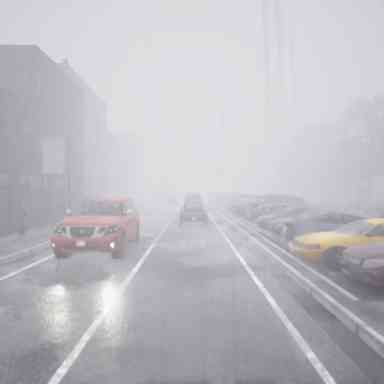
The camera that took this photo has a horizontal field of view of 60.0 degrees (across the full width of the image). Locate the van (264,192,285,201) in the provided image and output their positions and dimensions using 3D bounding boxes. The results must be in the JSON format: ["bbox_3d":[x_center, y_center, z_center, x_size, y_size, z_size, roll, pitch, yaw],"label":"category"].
[{"bbox_3d":[19.263,0.988,77.423,4.442,1.987,1.878,0,0,0],"label":"van"}]

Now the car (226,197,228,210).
[{"bbox_3d":[6.128,1.433,32.903,4.892,1.521,2.231,0,0,0],"label":"car"}]

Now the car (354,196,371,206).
[{"bbox_3d":[19.185,1.461,32.866,4.792,1.488,2.163,0,0,0],"label":"car"}]

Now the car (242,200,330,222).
[{"bbox_3d":[6.087,1.472,21.770,4.892,1.521,2.231,0,0,0],"label":"car"}]

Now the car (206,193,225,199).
[{"bbox_3d":[6.346,1.114,91.358,5.008,1.535,2.097,0,1,0],"label":"car"}]

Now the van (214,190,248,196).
[{"bbox_3d":[6.090,1.125,52.448,4.442,1.987,1.878,0,0,0],"label":"van"}]

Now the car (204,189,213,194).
[{"bbox_3d":[6.348,0.930,83.000,5.566,2.045,2.435,0,0,0],"label":"car"}]

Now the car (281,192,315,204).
[{"bbox_3d":[19.289,1.057,60.712,5.566,2.045,2.435,0,0,0],"label":"car"}]

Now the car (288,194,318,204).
[{"bbox_3d":[19.276,1.197,57.929,4.553,1.767,2.185,0,0,0],"label":"car"}]

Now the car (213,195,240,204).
[{"bbox_3d":[6.240,1.350,60.736,4.674,1.452,2.002,0,0,0],"label":"car"}]

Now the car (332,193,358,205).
[{"bbox_3d":[19.266,1.284,38.434,4.553,1.767,2.185,0,0,0],"label":"car"}]

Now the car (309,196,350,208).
[{"bbox_3d":[19.271,1.375,46.791,5.008,1.535,2.097,0,0,0],"label":"car"}]

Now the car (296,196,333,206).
[{"bbox_3d":[19.281,1.350,52.360,5.008,1.535,2.097,0,0,0],"label":"car"}]

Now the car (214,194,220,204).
[{"bbox_3d":[6.167,1.394,49.602,4.792,1.488,2.163,0,0,0],"label":"car"}]

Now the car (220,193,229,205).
[{"bbox_3d":[6.134,1.275,41.253,4.553,1.767,2.185,0,0,0],"label":"car"}]

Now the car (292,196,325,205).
[{"bbox_3d":[19.300,1.376,55.145,4.674,1.452,2.002,0,0,0],"label":"car"}]

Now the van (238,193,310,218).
[{"bbox_3d":[5.988,1.235,24.677,4.442,1.987,1.878,0,0,0],"label":"van"}]

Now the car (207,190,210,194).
[{"bbox_3d":[6.258,1.105,74.777,4.553,1.767,2.185,0,0,0],"label":"car"}]

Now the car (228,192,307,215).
[{"bbox_3d":[6.086,1.201,27.335,5.566,2.045,2.435,0,0,0],"label":"car"}]

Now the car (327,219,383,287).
[{"bbox_3d":[6.058,1.559,7.995,4.674,1.452,2.002,1,0,1],"label":"car"}]

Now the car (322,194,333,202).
[{"bbox_3d":[19.252,1.401,41.220,4.892,1.521,2.231,0,0,0],"label":"car"}]

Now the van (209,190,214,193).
[{"bbox_3d":[6.385,1.038,69.084,4.442,1.987,1.878,0,0,0],"label":"van"}]

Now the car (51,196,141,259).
[{"bbox_3d":[-3.349,1.190,12.780,2.150,2.045,5.566,0,0,0],"label":"car"}]

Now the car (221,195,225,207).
[{"bbox_3d":[6.161,1.412,38.469,4.892,1.521,2.231,0,0,0],"label":"car"}]

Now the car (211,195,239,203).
[{"bbox_3d":[6.242,1.294,63.520,5.008,1.535,2.097,0,0,0],"label":"car"}]

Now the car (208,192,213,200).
[{"bbox_3d":[6.042,1.321,57.953,5.366,1.575,1.946,0,0,0],"label":"car"}]

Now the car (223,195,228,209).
[{"bbox_3d":[6.330,1.419,35.685,5.366,1.575,1.946,0,0,0],"label":"car"}]

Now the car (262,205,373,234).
[{"bbox_3d":[6.075,1.531,16.203,4.674,1.452,2.002,0,0,0],"label":"car"}]

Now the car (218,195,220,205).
[{"bbox_3d":[6.178,1.428,44.036,4.674,1.452,2.002,0,0,0],"label":"car"}]

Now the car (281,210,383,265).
[{"bbox_3d":[5.867,1.507,10.638,5.366,1.575,1.946,0,0,0],"label":"car"}]

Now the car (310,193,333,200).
[{"bbox_3d":[19.228,1.136,44.003,5.566,2.045,2.435,0,0,0],"label":"car"}]

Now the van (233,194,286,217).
[{"bbox_3d":[6.008,1.216,30.119,4.442,1.987,1.878,0,0,0],"label":"van"}]

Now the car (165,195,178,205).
[{"bbox_3d":[-3.313,1.304,53.874,1.882,1.535,5.008,0,0,0],"label":"car"}]

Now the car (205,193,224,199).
[{"bbox_3d":[6.355,1.077,94.147,5.008,1.535,2.097,0,1,0],"label":"car"}]

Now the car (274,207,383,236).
[{"bbox_3d":[6.092,1.530,13.420,4.792,1.488,2.163,0,0,0],"label":"car"}]

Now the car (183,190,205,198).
[{"bbox_3d":[0.105,1.106,40.389,2.150,2.045,5.566,0,0,0],"label":"car"}]

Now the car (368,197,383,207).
[{"bbox_3d":[19.210,1.441,30.079,5.008,1.535,2.097,0,0,0],"label":"car"}]

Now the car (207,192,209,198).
[{"bbox_3d":[6.285,1.249,71.870,4.892,1.521,2.231,0,0,0],"label":"car"}]

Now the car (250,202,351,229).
[{"bbox_3d":[6.054,1.510,18.986,4.792,1.488,2.163,0,0,0],"label":"car"}]

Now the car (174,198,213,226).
[{"bbox_3d":[0.103,1.431,22.884,2.128,1.511,4.902,0,0,0],"label":"car"}]
